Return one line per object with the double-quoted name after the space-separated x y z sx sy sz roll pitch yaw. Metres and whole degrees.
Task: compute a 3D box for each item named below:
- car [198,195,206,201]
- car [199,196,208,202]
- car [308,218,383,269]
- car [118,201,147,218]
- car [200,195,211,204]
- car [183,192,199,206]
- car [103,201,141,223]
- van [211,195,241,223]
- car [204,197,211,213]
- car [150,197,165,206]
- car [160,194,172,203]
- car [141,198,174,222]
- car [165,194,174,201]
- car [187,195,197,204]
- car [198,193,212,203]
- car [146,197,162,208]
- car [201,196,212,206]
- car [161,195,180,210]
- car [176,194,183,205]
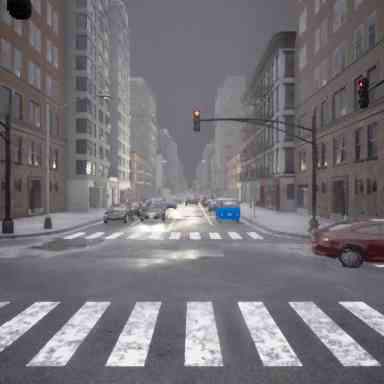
2.564 1.530 87.510 1.947 1.339 4.313 0 0 0 "car"
2.574 1.524 76.147 2.008 1.369 4.403 0 0 0 "car"
6.142 1.571 10.473 4.674 1.442 1.812 0 1 11 "car"
-5.414 1.543 30.682 1.887 1.381 4.507 0 0 0 "car"
2.583 1.422 64.785 1.967 1.590 4.097 0 0 0 "car"
-0.047 1.341 55.113 2.097 1.767 4.553 0 0 0 "car"
-5.410 1.549 25.000 2.008 1.369 4.403 0 0 0 "car"
2.615 1.340 25.016 1.690 1.788 3.998 0 0 0 "van"
2.606 1.580 36.378 1.802 1.307 4.206 0 0 0 "car"
-5.433 1.556 53.410 1.947 1.339 4.313 0 0 0 "car"
-5.447 1.292 70.455 2.192 1.841 5.009 0 0 0 "car"
-2.873 1.490 26.124 2.128 1.511 4.902 0 0 0 "car"
-5.456 1.409 81.819 1.967 1.590 4.097 0 0 0 "car"
-0.055 1.459 65.145 1.882 1.535 5.008 0 0 0 "car"
2.593 1.305 53.422 2.192 1.841 5.009 0 0 0 "car"
-5.428 1.519 47.558 1.752 1.417 4.829 0 0 0 "car"
2.597 1.576 47.741 1.802 1.307 4.206 0 0 0 "car"
-2.880 1.474 42.144 1.882 1.535 5.008 0 0 0 "car"
-2.800 1.587 59.320 1.994 1.385 4.181 0 0 0 "car"
